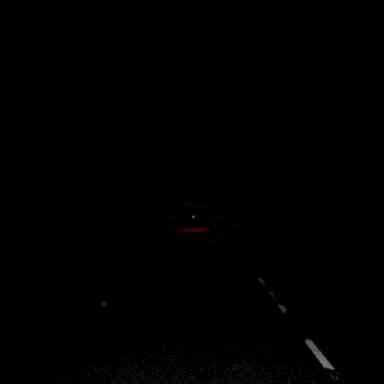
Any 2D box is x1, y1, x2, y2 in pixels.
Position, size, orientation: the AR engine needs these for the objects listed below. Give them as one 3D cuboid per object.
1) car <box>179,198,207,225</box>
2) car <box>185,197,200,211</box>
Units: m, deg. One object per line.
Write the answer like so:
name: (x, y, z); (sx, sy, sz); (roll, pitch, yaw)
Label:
car: (0.094, 1.471, 24.218); (1.882, 1.535, 5.008); (0, 0, 0)
car: (0.091, 1.493, 42.564); (1.837, 1.490, 4.892); (0, 0, 0)
